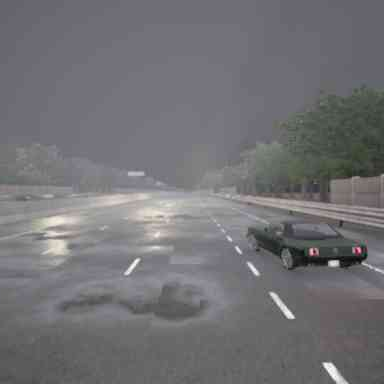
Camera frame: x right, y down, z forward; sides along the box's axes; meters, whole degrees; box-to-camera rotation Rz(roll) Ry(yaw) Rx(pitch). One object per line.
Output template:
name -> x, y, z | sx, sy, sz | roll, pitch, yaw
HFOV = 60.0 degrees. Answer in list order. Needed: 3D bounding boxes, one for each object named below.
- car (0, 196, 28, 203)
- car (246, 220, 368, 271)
car -> -17.646, 1.188, 32.308 | 2.097, 1.767, 4.553 | 0, 0, 0
car -> 3.318, 1.546, 10.802 | 1.895, 1.301, 4.718 | 0, 0, -9
